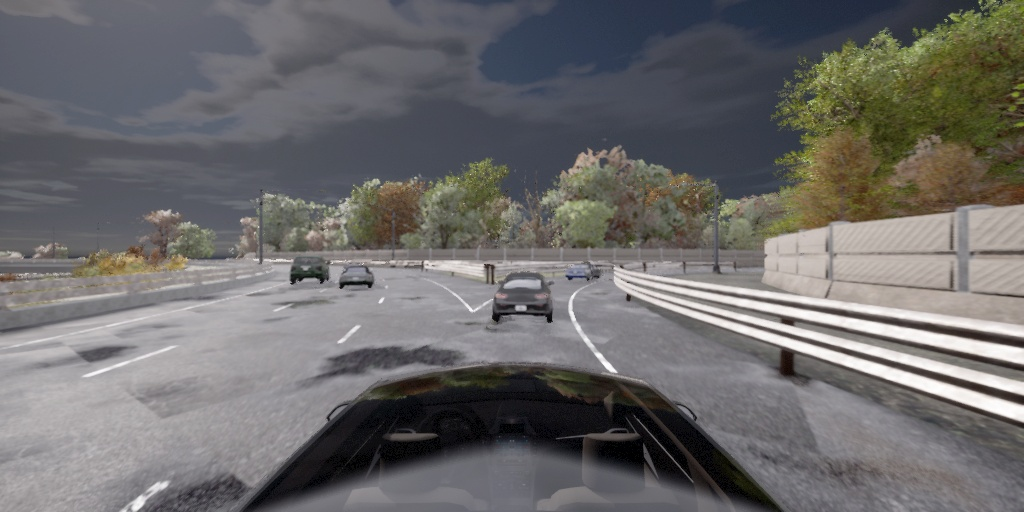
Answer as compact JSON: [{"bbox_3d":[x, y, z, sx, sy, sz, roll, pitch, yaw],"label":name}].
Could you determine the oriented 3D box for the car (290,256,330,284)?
[{"bbox_3d":[-15.271,1.001,27.296,2.150,2.045,5.566,0,0,-22],"label":"car"}]

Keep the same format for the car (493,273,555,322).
[{"bbox_3d":[0.472,1.288,12.310,1.812,1.442,4.674,0,0,6],"label":"car"}]

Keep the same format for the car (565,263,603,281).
[{"bbox_3d":[6.146,1.331,30.196,2.033,1.411,5.357,0,0,29],"label":"car"}]

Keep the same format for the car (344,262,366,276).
[{"bbox_3d":[-17.190,1.395,39.100,1.895,1.301,4.718,0,0,-28],"label":"car"}]

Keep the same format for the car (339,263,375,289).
[{"bbox_3d":[-10.224,1.340,23.815,1.994,1.385,4.181,0,0,-19],"label":"car"}]
